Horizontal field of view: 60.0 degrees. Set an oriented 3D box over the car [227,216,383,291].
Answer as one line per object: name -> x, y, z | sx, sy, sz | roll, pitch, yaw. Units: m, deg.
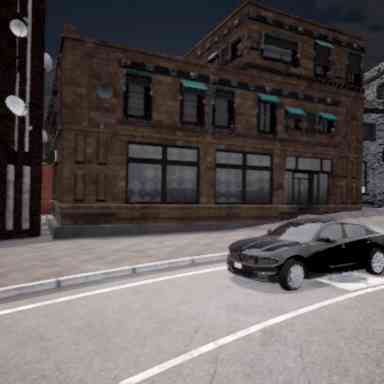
car -> 3.266, 1.447, 8.991 | 5.008, 1.535, 1.882 | 0, 0, -29
